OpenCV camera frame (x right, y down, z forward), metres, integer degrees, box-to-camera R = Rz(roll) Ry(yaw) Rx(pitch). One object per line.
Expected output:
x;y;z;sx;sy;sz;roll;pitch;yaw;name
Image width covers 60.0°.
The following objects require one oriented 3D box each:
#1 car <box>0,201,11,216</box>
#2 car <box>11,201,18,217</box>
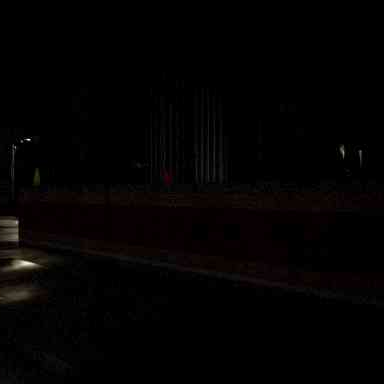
-16.437;1.547;29.125;2.128;1.511;4.902;0;0;37;car
-12.280;1.603;28.845;2.033;1.411;5.357;0;0;37;car
